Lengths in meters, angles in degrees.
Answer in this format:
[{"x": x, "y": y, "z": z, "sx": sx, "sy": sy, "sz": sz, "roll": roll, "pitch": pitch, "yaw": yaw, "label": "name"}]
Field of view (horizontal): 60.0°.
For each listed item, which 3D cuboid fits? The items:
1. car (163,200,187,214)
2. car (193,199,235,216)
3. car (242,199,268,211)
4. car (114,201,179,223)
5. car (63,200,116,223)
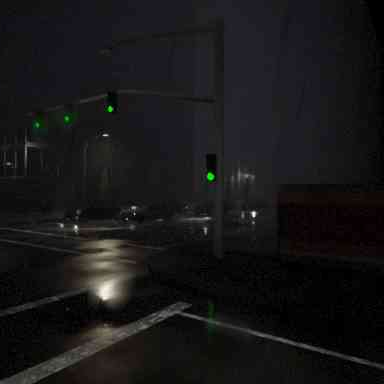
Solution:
[{"x": -2.387, "y": 1.560, "z": 33.433, "sx": 1.837, "sy": 1.490, "sz": 4.892, "roll": 0, "pitch": 0, "yaw": 36, "label": "car"}, {"x": 2.076, "y": 1.533, "z": 33.653, "sx": 1.882, "sy": 1.535, "sz": 5.008, "roll": 0, "pitch": 0, "yaw": 35, "label": "car"}, {"x": 8.048, "y": 1.581, "z": 41.971, "sx": 1.812, "sy": 1.442, "sz": 4.674, "roll": 0, "pitch": 0, "yaw": 36, "label": "car"}, {"x": -3.441, "y": 1.656, "z": 25.951, "sx": 1.895, "sy": 1.301, "sz": 4.718, "roll": 0, "pitch": 0, "yaw": 36, "label": "car"}, {"x": -7.706, "y": 1.407, "z": 26.001, "sx": 2.097, "sy": 1.767, "sz": 4.553, "roll": 0, "pitch": 0, "yaw": 36, "label": "car"}]
